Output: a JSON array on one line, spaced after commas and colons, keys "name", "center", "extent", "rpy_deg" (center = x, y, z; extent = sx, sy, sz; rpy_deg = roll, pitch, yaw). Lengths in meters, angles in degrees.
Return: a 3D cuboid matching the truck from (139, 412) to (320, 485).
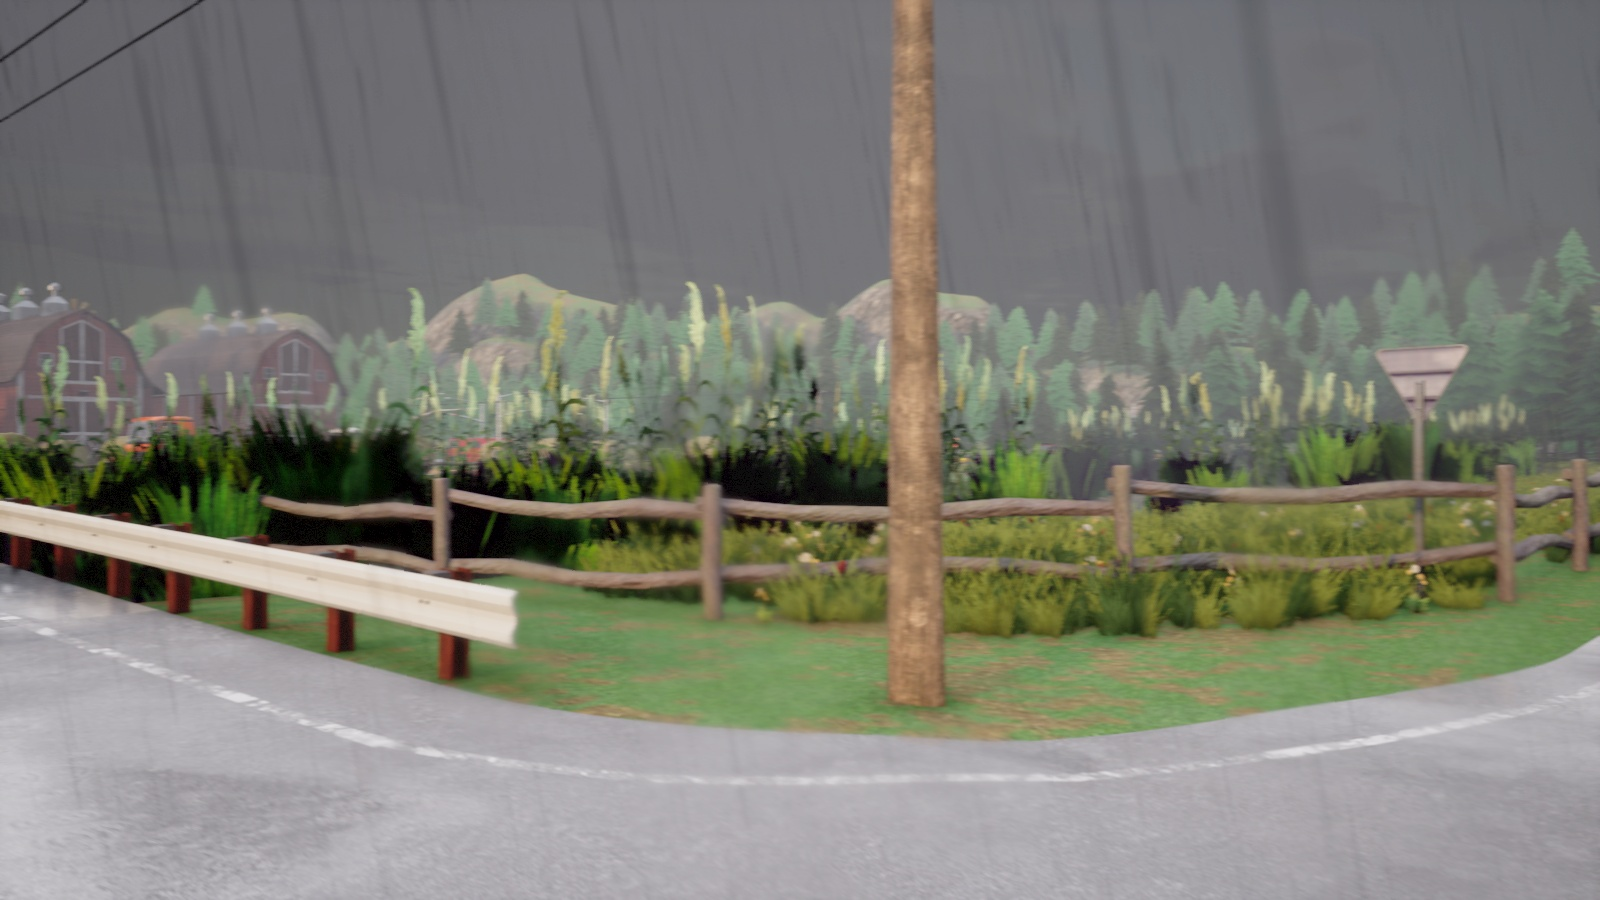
[{"name": "truck", "center": [-28.929, -0.074, 64.021], "extent": [2.891, 3.462, 7.936], "rpy_deg": [0, 0, 39]}]
